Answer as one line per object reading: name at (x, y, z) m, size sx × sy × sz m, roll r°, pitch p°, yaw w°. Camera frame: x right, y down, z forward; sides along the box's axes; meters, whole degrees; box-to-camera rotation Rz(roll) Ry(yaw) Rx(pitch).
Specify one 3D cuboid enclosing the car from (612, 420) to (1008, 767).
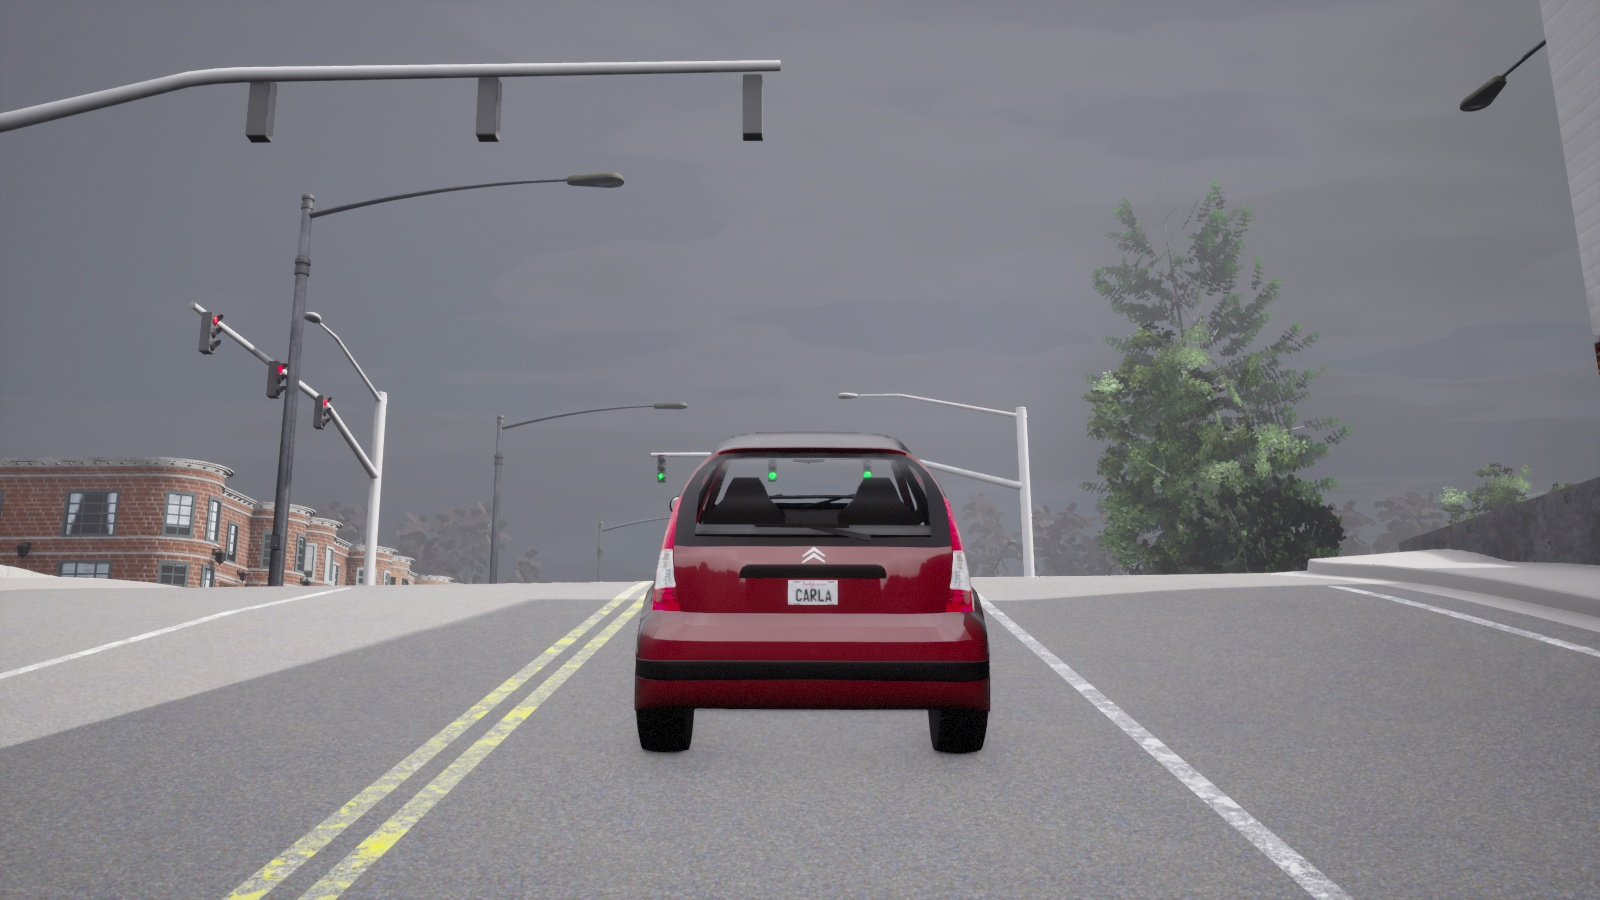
car at (0.049, 0.677, 7.890) m, size 1.851 × 1.617 × 3.988 m, roll 0°, pitch 0°, yaw 0°
